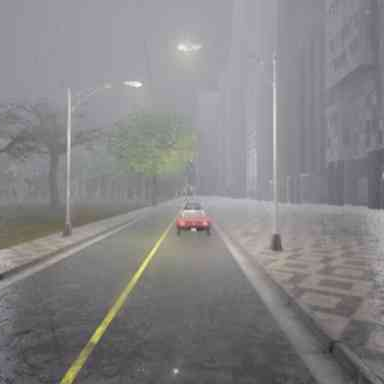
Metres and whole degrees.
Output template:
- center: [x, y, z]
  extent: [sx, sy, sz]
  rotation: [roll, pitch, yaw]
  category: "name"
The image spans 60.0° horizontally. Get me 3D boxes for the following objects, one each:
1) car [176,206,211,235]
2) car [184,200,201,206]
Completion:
- center: [0.091, 1.715, 19.747]
  extent: [1.895, 1.301, 4.718]
  rotation: [0, 0, 0]
  category: "car"
- center: [0.084, 1.729, 39.345]
  extent: [2.128, 1.511, 4.902]
  rotation: [0, 0, 0]
  category: "car"
